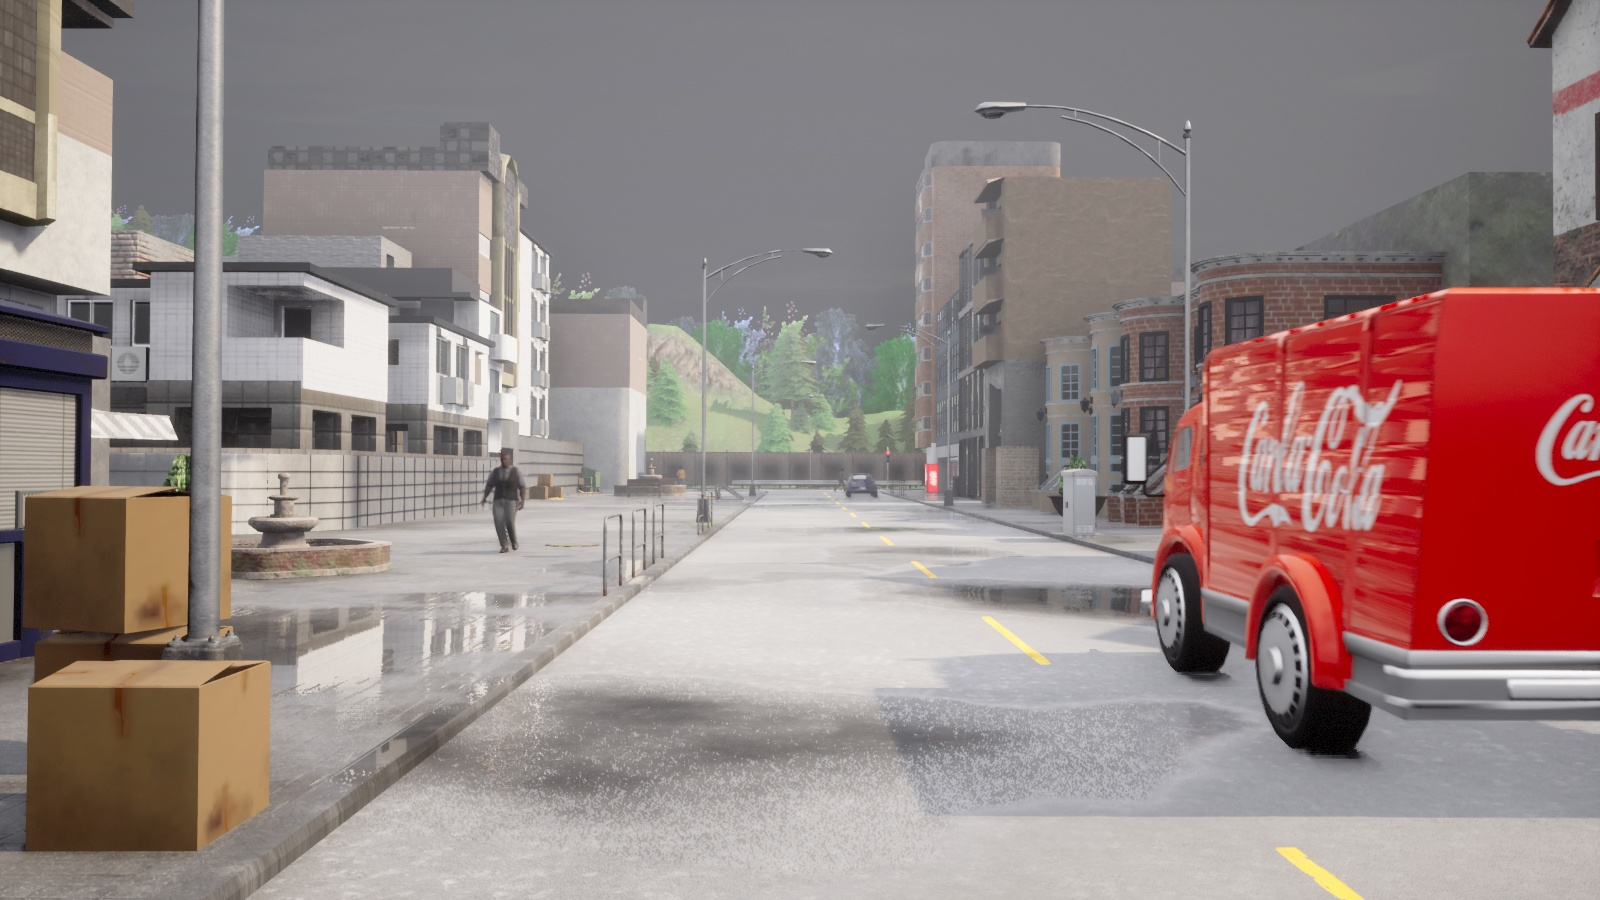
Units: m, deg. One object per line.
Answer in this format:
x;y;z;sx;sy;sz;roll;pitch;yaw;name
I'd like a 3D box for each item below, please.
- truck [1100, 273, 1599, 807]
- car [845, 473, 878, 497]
3.969;0.453;8.426;2.627;2.467;5.204;0;-1;0;truck
3.750;2.117;77.117;1.812;1.442;4.674;0;-1;0;car
